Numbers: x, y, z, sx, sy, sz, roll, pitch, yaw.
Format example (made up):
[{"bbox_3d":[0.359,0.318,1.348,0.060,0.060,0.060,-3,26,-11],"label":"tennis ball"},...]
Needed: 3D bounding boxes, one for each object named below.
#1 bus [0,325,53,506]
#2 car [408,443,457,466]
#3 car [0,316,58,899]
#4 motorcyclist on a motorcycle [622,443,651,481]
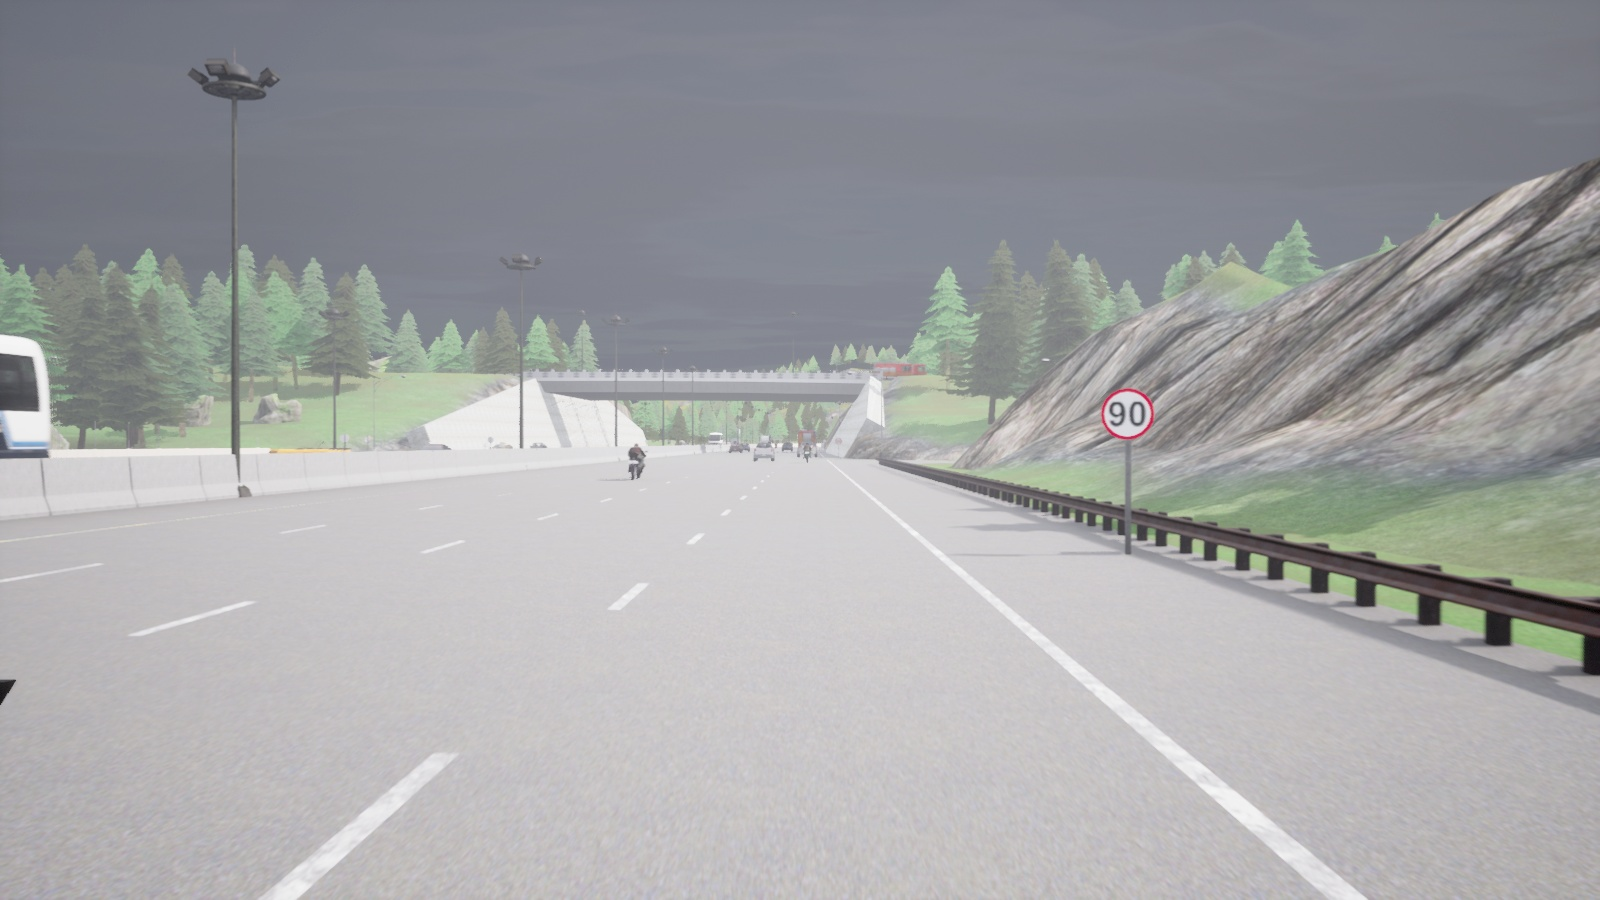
[{"bbox_3d":[-20.833,-0.796,26.519,3.944,4.253,10.273,0,0,0],"label":"bus"},{"bbox_3d":[-24.017,0.289,82.234,1.812,1.442,4.674,0,0,0],"label":"car"},{"bbox_3d":[-3.471,0.527,2.315,1.905,1.878,3.866,0,0,0],"label":"car"},{"bbox_3d":[-6.692,0.486,51.521,0.866,1.530,2.191,0,0,0],"label":"motorcyclist on a motorcycle"}]
